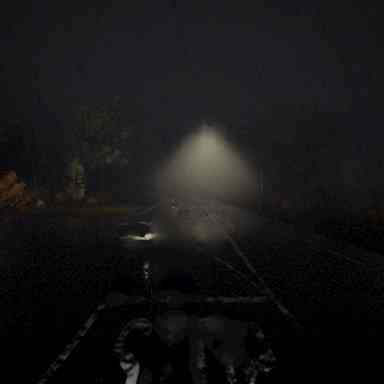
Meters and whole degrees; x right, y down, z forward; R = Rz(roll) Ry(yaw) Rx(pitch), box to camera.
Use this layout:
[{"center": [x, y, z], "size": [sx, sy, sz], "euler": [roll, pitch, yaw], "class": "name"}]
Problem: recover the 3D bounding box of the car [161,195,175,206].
[{"center": [-3.746, 1.286, 52.645], "size": [2.097, 1.767, 4.553], "euler": [0, 0, -1], "class": "car"}]
